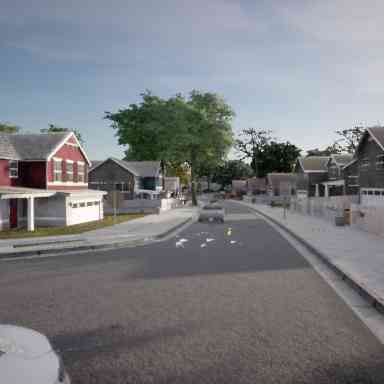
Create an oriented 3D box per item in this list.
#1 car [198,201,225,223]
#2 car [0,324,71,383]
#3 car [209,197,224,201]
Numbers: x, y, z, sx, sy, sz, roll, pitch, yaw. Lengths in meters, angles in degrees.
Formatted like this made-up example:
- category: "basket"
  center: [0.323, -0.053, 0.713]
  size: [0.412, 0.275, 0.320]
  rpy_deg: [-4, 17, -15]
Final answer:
- category: "car"
  center: [1.581, 1.625, 25.638]
  size: [1.895, 1.301, 4.718]
  rpy_deg: [0, 0, 7]
- category: "car"
  center: [-2.092, 1.528, 0.836]
  size: [1.812, 1.442, 4.674]
  rpy_deg: [0, 0, 10]
- category: "car"
  center: [3.725, 1.577, 50.464]
  size: [2.128, 1.511, 4.902]
  rpy_deg: [0, 0, 3]
